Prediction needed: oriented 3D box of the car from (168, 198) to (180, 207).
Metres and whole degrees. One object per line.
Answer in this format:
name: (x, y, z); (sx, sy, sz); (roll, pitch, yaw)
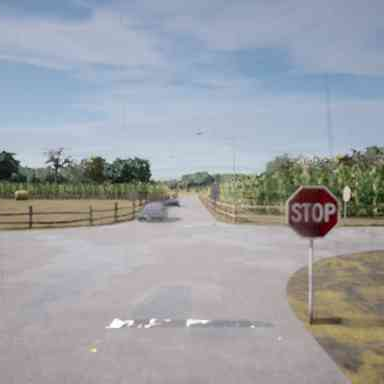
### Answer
car: (-2.715, 1.499, 48.157); (1.895, 1.301, 4.718); (0, 0, 0)

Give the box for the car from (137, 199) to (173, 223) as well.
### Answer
car: (-2.858, 1.546, 25.578); (1.812, 1.442, 4.674); (0, 1, 4)
